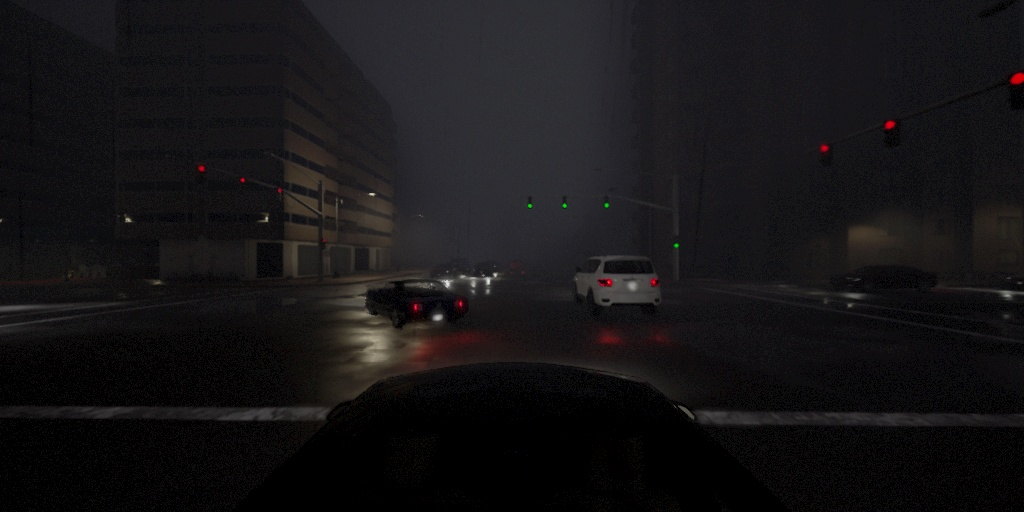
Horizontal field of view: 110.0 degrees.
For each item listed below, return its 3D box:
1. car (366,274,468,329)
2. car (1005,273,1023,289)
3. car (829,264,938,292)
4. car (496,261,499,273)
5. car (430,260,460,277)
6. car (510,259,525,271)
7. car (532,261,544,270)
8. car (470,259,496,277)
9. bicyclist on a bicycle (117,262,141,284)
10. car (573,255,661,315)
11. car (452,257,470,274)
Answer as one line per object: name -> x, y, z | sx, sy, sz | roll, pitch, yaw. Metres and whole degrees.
car -> -3.297, 1.403, 11.649 | 1.895, 1.301, 4.718 | 0, 0, -35
car -> 31.182, 1.241, 20.309 | 4.674, 1.442, 1.812 | 0, 0, 2
car -> 21.156, 1.229, 20.562 | 5.008, 1.535, 1.882 | 0, 0, 1
car -> -2.892, 1.301, 48.660 | 2.097, 1.767, 4.553 | 0, 0, 1
car -> -6.608, 1.433, 34.914 | 1.812, 1.442, 4.674 | 0, 0, 1
car -> 0.822, 1.311, 54.059 | 2.097, 1.767, 4.553 | 0, 0, 1
car -> 4.306, 1.516, 59.748 | 2.033, 1.411, 5.357 | 0, 0, 1
car -> -3.070, 1.415, 38.774 | 1.837, 1.490, 4.892 | 0, 0, 1
bicyclist on a bicycle -> -28.280, 1.250, 26.513 | 0.582, 1.620, 1.656 | 0, 0, 1
car -> 3.784, 1.006, 13.828 | 2.150, 2.045, 5.566 | 0, 0, 1
car -> -6.474, 1.167, 44.611 | 2.150, 2.045, 5.566 | 0, 0, 1
